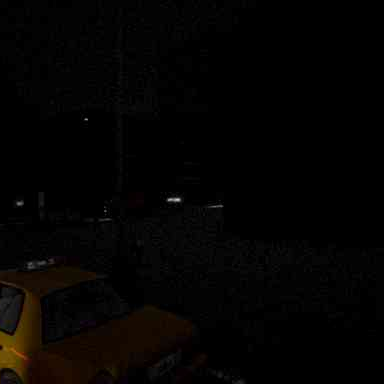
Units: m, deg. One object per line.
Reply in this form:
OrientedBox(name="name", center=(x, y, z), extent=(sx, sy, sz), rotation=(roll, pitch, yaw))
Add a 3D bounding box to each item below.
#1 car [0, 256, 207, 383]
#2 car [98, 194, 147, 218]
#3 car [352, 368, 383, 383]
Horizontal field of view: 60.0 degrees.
OrientedBox(name="car", center=(-2.124, 1.526, 4.327), extent=(4.829, 1.417, 1.752), rotation=(0, 0, 35))
OrientedBox(name="car", center=(-6.596, 1.187, 30.739), extent=(2.150, 2.045, 5.566), rotation=(0, 0, 35))
OrientedBox(name="car", center=(2.445, 1.440, 1.076), extent=(4.097, 1.590, 1.967), rotation=(0, 0, 35))
